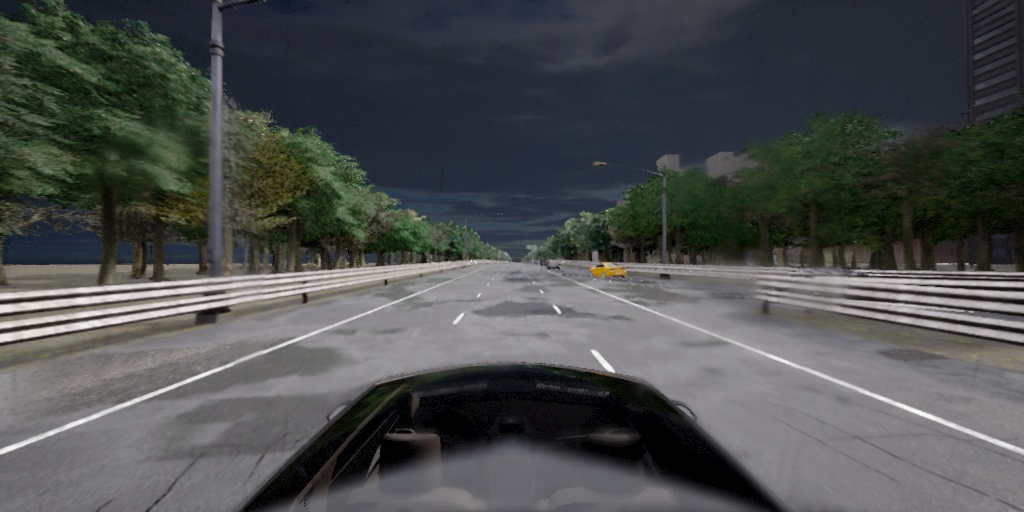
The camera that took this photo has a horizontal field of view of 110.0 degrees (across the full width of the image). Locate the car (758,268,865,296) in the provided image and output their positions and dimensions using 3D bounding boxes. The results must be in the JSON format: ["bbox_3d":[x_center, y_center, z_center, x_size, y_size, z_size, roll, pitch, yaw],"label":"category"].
[{"bbox_3d":[14.338,1.331,16.924,2.128,1.511,4.902,0,-1,-21],"label":"car"}]

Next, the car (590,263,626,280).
[{"bbox_3d":[9.091,1.382,34.416,1.882,1.535,5.008,0,0,-10],"label":"car"}]

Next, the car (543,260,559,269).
[{"bbox_3d":[6.866,1.546,60.901,1.994,1.385,4.181,0,0,1],"label":"car"}]
